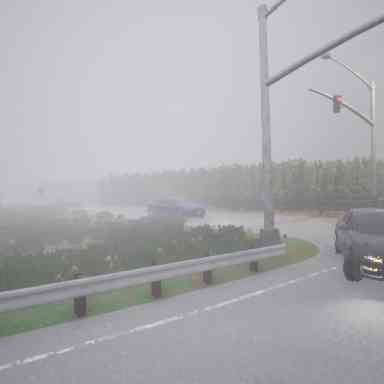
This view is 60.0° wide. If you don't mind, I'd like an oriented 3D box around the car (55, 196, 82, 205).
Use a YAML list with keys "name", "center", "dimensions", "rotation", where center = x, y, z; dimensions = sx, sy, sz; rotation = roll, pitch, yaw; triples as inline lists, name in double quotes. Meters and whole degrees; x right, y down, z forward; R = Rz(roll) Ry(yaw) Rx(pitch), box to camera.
- name: "car"
  center: [-14.536, 1.192, 38.621]
  dimensions: [1.812, 1.442, 4.674]
  rotation: [-3, 2, -40]

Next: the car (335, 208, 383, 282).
- name: "car"
  center: [5.000, 1.243, 8.843]
  dimensions: [1.837, 1.490, 4.892]
  rotation: [2, 2, 17]

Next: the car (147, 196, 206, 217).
- name: "car"
  center: [-1.152, 1.067, 22.849]
  dimensions: [1.882, 1.535, 5.008]
  rotation: [-3, 2, -40]
